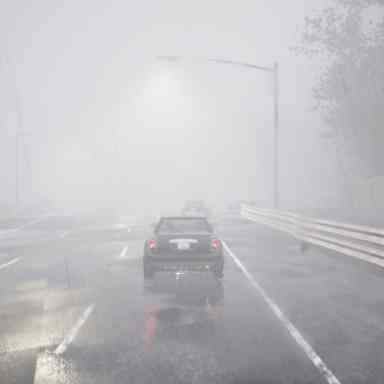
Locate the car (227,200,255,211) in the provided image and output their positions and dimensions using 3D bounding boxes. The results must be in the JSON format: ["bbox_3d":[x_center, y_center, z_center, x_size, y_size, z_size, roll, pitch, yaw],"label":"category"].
[{"bbox_3d":[6.295,1.663,42.065,2.033,1.411,5.357,0,0,33],"label":"car"}]

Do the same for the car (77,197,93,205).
[{"bbox_3d":[-20.742,1.735,64.359,1.882,1.535,5.008,0,0,-36],"label":"car"}]

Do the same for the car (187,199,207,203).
[{"bbox_3d":[0.538,1.438,27.780,2.097,1.767,4.553,0,0,10],"label":"car"}]

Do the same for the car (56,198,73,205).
[{"bbox_3d":[-24.371,1.810,63.439,2.033,1.411,5.357,0,0,-36],"label":"car"}]

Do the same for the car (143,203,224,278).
[{"bbox_3d":[-0.258,1.385,10.473,2.097,1.767,4.553,0,0,-1],"label":"car"}]

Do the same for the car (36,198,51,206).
[{"bbox_3d":[-27.902,1.776,62.379,2.128,1.511,4.902,0,0,-36],"label":"car"}]
